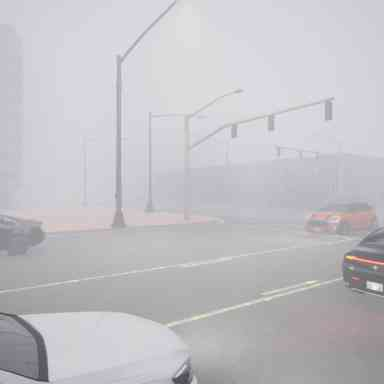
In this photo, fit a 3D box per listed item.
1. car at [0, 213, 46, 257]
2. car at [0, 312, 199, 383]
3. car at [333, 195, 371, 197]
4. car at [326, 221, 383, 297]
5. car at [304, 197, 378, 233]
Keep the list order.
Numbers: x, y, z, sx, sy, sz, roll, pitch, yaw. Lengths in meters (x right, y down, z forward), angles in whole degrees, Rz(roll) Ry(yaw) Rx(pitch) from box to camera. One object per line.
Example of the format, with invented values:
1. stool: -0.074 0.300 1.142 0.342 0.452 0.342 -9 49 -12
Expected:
1. car: -7.672 1.491 11.419 4.902 1.511 2.128 0 0 -35
2. car: -2.103 1.526 2.248 4.674 1.442 1.812 0 0 -35
3. car: 11.683 1.222 25.129 5.566 2.045 2.150 0 0 -36
4. car: 5.376 1.505 7.574 4.892 1.490 1.837 0 0 -35
5. car: 8.295 1.352 18.442 4.553 1.767 2.097 0 0 -35
